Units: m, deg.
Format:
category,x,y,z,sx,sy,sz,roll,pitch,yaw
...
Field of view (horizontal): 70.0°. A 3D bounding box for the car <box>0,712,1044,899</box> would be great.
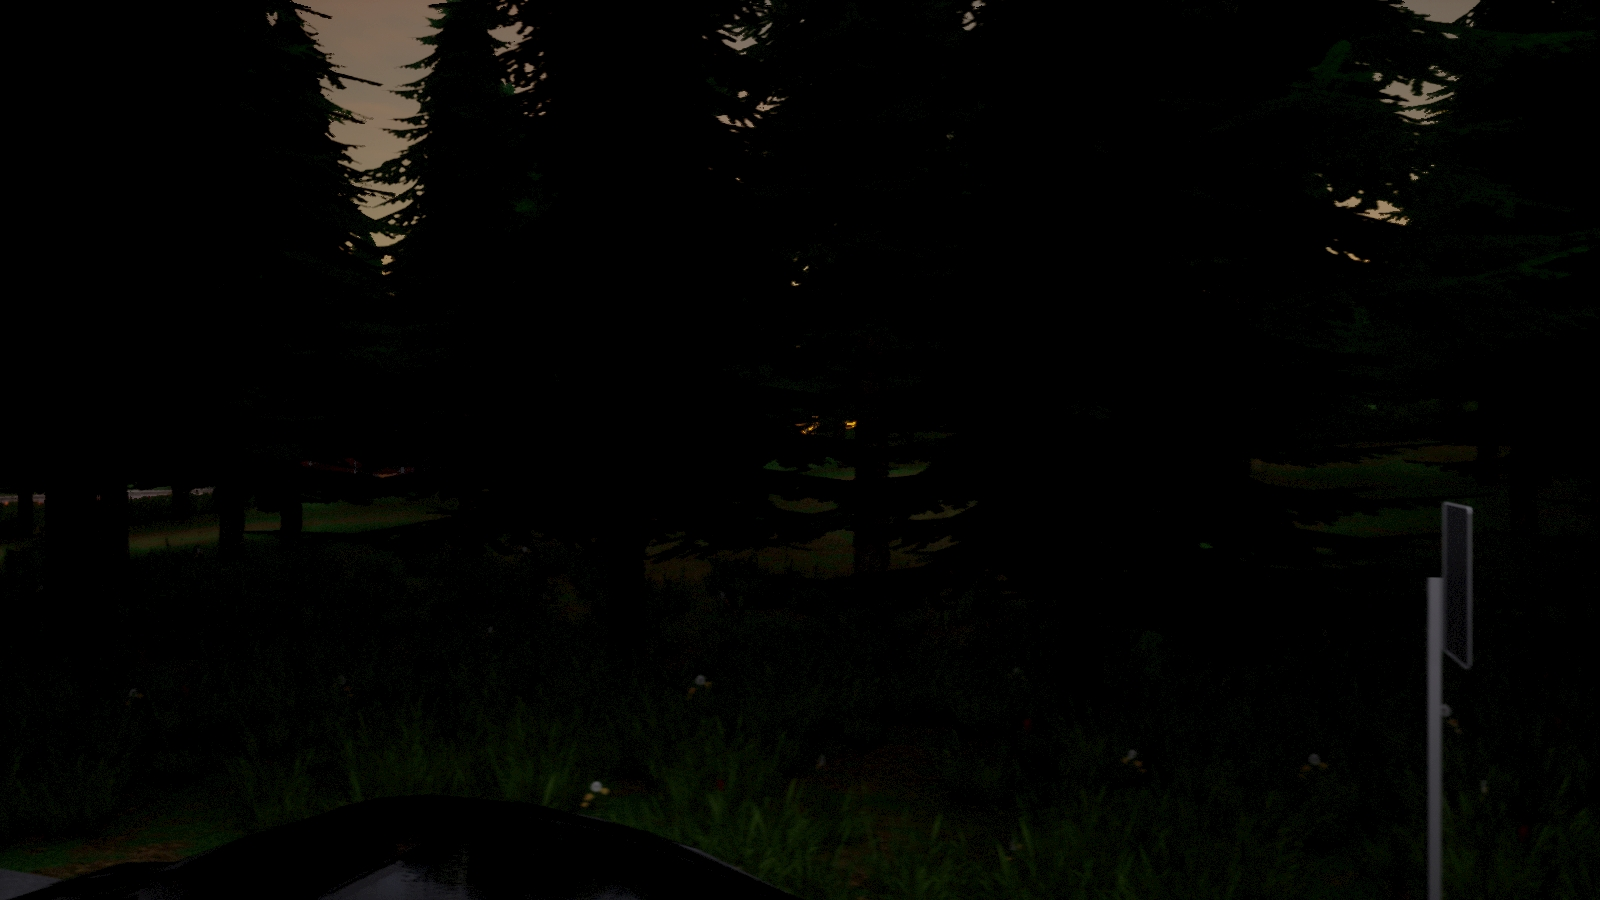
category,x,y,z,sx,sy,sz,roll,pitch,yaw
car,-1.743,2.060,3.908,4.792,1.488,2.163,0,0,20
